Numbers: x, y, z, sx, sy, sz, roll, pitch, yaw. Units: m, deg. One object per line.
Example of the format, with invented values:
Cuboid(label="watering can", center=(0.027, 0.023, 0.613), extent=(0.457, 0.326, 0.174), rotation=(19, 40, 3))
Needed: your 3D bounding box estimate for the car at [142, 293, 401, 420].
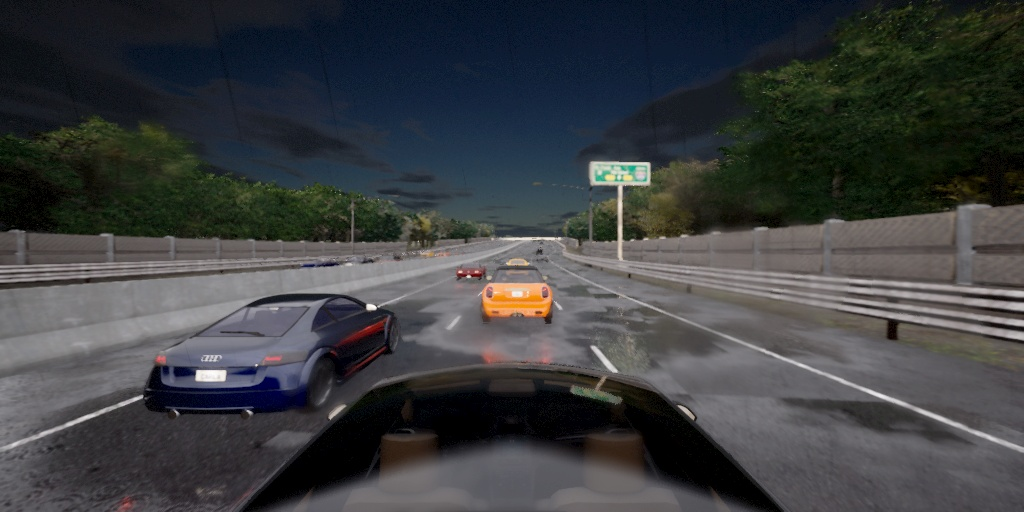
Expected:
Cuboid(label="car", center=(-3.378, 1.307, 6.036), extent=(1.994, 1.385, 4.181), rotation=(0, 0, 0))

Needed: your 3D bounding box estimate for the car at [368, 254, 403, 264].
Cuboid(label="car", center=(-13.457, 0.706, 39.165), extent=(2.097, 1.767, 4.553), rotation=(0, 1, 2))

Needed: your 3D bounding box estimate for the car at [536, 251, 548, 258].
Cuboid(label="car", center=(4.983, 0.285, 59.894), extent=(2.033, 1.411, 5.357), rotation=(0, 1, 3))

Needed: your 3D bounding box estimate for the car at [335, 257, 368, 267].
Cuboid(label="car", center=(-16.941, 0.833, 39.700), extent=(2.128, 1.511, 4.902), rotation=(0, 1, 2))

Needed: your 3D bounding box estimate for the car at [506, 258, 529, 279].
Cuboid(label="car", center=(0.501, 0.984, 31.063), extent=(1.882, 1.535, 5.008), rotation=(0, 1, 1))

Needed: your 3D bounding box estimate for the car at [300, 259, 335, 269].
Cuboid(label="car", center=(-20.488, 0.967, 38.486), extent=(1.895, 1.301, 4.718), rotation=(0, 1, 2))

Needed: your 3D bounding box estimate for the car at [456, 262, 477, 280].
Cuboid(label="car", center=(-3.075, 1.153, 28.120), extent=(1.895, 1.301, 4.718), rotation=(0, 1, 1))

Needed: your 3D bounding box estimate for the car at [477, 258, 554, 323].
Cuboid(label="car", center=(0.168, 1.070, 12.179), extent=(2.097, 1.767, 4.553), rotation=(0, 0, 1))
